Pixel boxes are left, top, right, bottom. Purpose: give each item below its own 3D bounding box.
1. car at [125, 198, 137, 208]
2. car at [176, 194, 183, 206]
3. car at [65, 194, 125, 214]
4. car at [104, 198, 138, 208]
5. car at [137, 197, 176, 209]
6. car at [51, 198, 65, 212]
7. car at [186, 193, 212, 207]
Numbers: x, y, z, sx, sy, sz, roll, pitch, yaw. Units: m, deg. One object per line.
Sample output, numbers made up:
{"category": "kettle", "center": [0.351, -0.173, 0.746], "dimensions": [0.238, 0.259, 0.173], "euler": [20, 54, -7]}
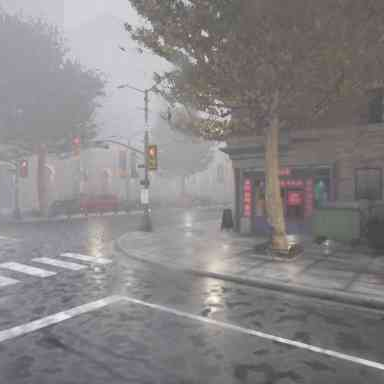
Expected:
{"category": "car", "center": [-7.165, 1.490, 46.690], "dimensions": [2.128, 1.511, 4.902], "euler": [0, 0, 36]}
{"category": "car", "center": [-0.919, 1.220, 55.329], "dimensions": [2.150, 2.045, 5.566], "euler": [0, 0, 36]}
{"category": "car", "center": [-10.422, 1.220, 36.201], "dimensions": [2.150, 2.045, 5.566], "euler": [0, 0, 36]}
{"category": "car", "center": [-10.186, 1.593, 47.892], "dimensions": [1.895, 1.301, 4.718], "euler": [0, 0, 36]}
{"category": "car", "center": [-4.677, 1.524, 44.158], "dimensions": [1.812, 1.442, 4.674], "euler": [0, 0, 36]}
{"category": "car", "center": [-13.261, 1.220, 38.247], "dimensions": [2.150, 2.045, 5.566], "euler": [0, 0, 36]}
{"category": "car", "center": [1.266, 1.351, 52.373], "dimensions": [2.097, 1.767, 4.553], "euler": [0, 0, 36]}
